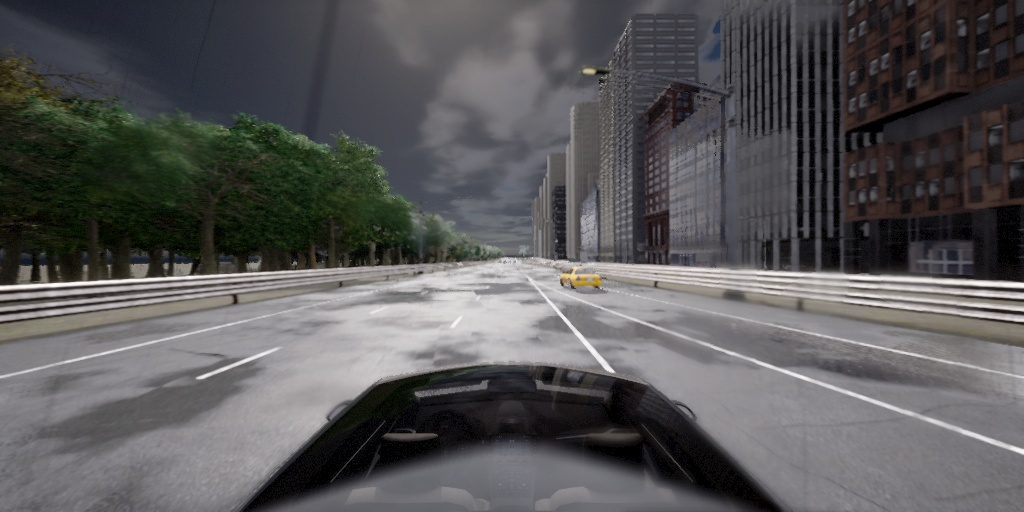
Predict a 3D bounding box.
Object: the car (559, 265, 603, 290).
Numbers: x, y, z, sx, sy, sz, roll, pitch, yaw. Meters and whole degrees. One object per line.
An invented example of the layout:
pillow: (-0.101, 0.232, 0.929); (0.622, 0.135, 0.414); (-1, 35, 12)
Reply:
car: (4.484, 1.397, 24.147); (1.801, 1.575, 5.366); (0, -1, -5)
